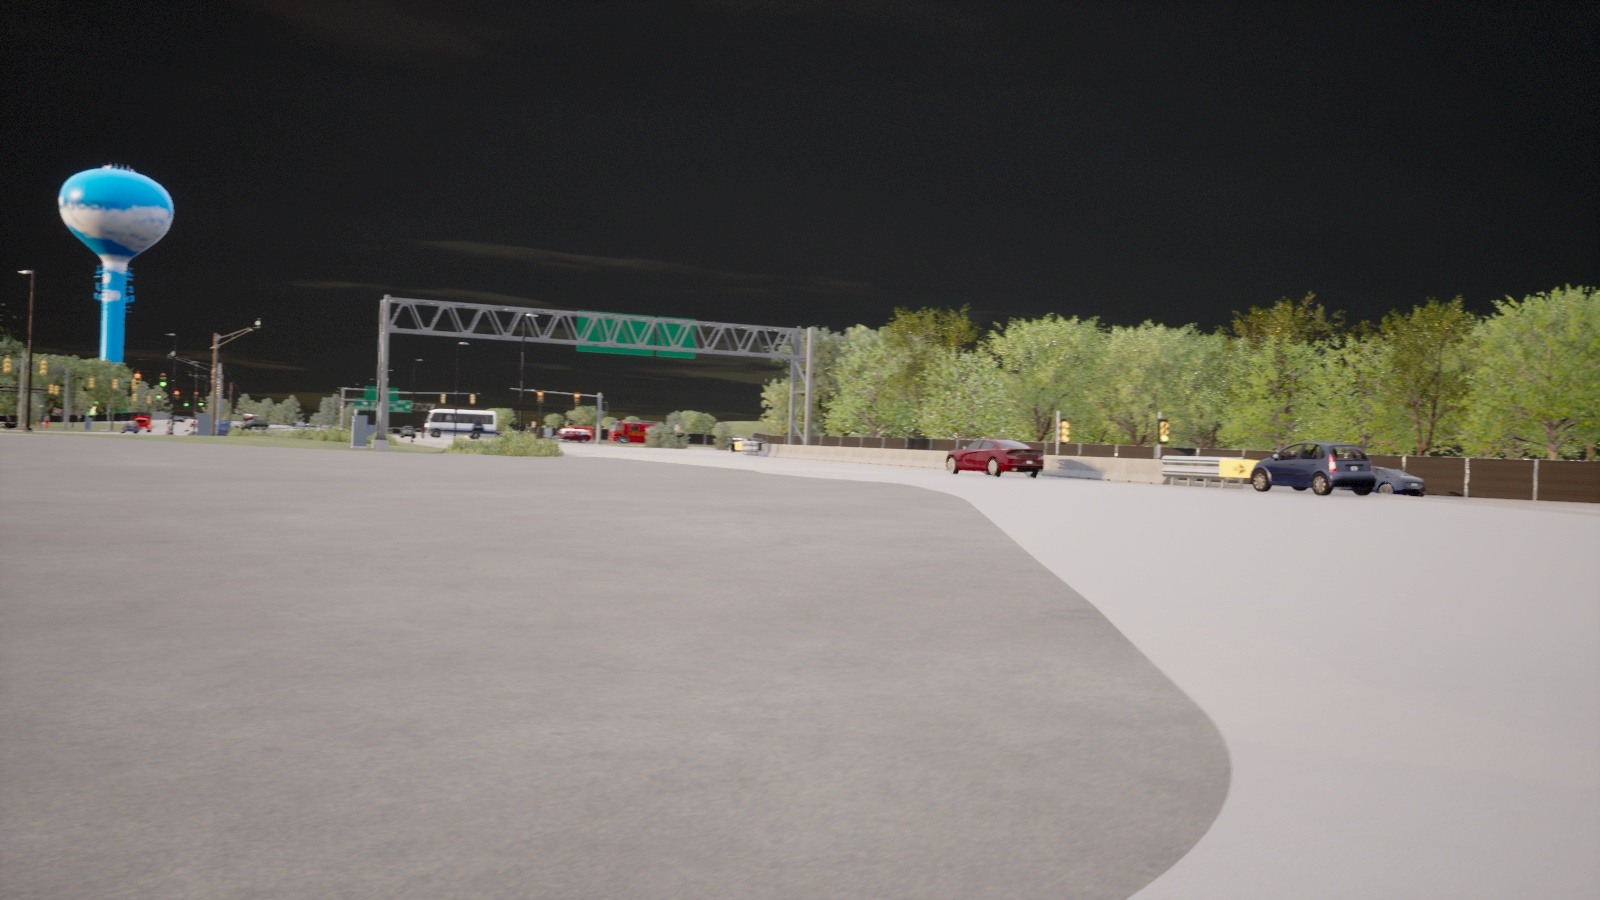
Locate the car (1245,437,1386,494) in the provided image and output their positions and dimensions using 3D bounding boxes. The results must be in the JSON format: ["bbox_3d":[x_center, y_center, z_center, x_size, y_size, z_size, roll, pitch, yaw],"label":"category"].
[{"bbox_3d":[15.724,0.430,38.538,1.851,1.617,3.988,-1,1,-18],"label":"car"}]

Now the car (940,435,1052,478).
[{"bbox_3d":[7.644,0.233,49.494,1.882,1.535,5.008,2,0,-24],"label":"car"}]

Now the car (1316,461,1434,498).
[{"bbox_3d":[24.499,1.253,53.673,1.994,1.385,4.181,2,0,-28],"label":"car"}]
